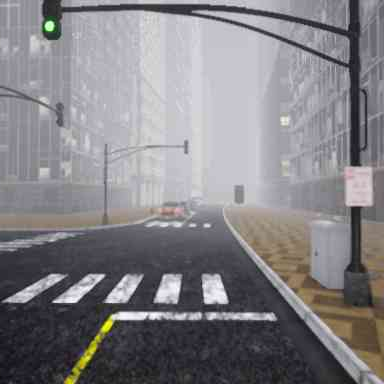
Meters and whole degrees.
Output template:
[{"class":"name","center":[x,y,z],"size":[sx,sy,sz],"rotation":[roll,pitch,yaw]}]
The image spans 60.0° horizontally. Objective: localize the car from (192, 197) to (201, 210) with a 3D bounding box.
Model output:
[{"class":"car","center":[-0.329,1.974,50.822],"size":[2.128,1.511,4.902],"rotation":[0,0,6]}]

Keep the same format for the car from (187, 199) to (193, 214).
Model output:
[{"class":"car","center":[-1.306,1.897,40.520],"size":[1.837,1.490,4.892],"rotation":[0,-1,5]}]

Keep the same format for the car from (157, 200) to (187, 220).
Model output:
[{"class":"car","center":[-1.981,1.661,31.493],"size":[2.097,1.767,4.553],"rotation":[0,-1,4]}]

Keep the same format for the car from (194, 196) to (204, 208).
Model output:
[{"class":"car","center":[0.931,1.793,61.438],"size":[2.150,2.045,5.566],"rotation":[0,0,8]}]
